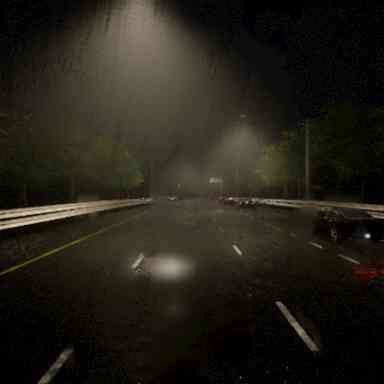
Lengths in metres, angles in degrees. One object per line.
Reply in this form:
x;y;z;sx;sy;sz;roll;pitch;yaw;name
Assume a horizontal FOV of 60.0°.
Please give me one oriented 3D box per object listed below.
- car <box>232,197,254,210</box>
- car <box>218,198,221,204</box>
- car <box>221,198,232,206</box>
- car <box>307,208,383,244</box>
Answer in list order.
7.111;1.493;45.278;2.097;1.767;4.553;0;-1;0;car
7.343;2.074;79.537;1.812;1.442;4.674;0;-1;0;car
7.217;1.903;63.161;1.994;1.385;4.181;0;-1;0;car
7.015;1.509;15.704;1.837;1.490;4.892;0;0;0;car
